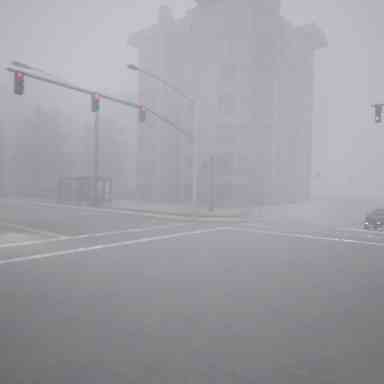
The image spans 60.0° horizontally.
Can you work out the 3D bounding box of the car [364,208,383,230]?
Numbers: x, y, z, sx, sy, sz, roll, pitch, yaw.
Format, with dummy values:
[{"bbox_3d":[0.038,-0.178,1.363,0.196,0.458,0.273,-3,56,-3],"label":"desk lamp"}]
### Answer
[{"bbox_3d":[13.120,1.881,22.567,1.837,1.490,4.892,2,-3,39],"label":"car"}]
